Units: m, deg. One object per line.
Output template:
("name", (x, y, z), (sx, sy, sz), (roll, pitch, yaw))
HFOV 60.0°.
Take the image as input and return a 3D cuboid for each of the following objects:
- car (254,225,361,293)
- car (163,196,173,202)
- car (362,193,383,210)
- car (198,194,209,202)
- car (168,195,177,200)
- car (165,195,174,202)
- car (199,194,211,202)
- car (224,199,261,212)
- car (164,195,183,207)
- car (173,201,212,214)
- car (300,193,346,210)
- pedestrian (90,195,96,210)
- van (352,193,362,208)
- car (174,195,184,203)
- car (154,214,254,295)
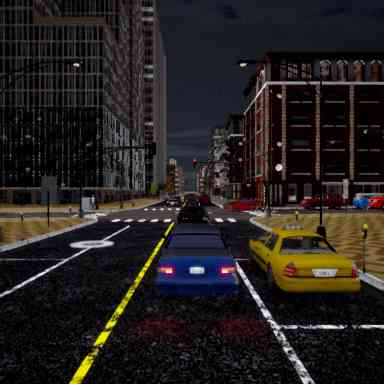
("car", (2.563, 1.525, 8.732), (1.752, 1.417, 4.829), (0, 0, 0))
("car", (-5.327, 1.556, 74.564), (2.008, 1.369, 4.403), (0, 0, 0))
("car", (22.350, 0.920, 36.550), (5.566, 2.045, 2.150), (0, 0, -1))
("car", (2.553, 1.320, 74.565), (2.192, 1.841, 5.009), (0, 0, 0))
("car", (-5.329, 1.558, 91.343), (2.008, 1.369, 4.403), (0, 0, 0))
("car", (-5.328, 1.550, 80.157), (1.887, 1.381, 4.507), (0, 0, 0))
("car", (2.555, 1.318, 63.379), (2.192, 1.841, 5.009), (0, 0, 0))
("car", (5.662, 1.469, 37.455), (4.181, 1.385, 1.994), (-1, 0, 16))
("car", (-2.851, 1.493, 51.221), (2.128, 1.511, 4.902), (0, 0, 0))
("car", (0.081, 1.505, 18.622), (1.837, 1.490, 4.892), (0, 0, 0))
("car", (15.308, 1.095, 38.925), (5.009, 1.841, 2.192), (-1, 1, -1))
("pedestrian", (-12.354, 1.270, 41.567), (0.375, 1.860, 0.375), (0, 1, -1))
("van", (20.964, 1.050, 38.986), (3.998, 1.788, 1.690), (-1, 1, -1))
("car", (-2.760, 1.482, 71.334), (1.882, 1.535, 5.008), (0, 0, 0))
("car", (0.096, 1.547, 8.881), (2.033, 1.411, 5.357), (0, 0, 0))
